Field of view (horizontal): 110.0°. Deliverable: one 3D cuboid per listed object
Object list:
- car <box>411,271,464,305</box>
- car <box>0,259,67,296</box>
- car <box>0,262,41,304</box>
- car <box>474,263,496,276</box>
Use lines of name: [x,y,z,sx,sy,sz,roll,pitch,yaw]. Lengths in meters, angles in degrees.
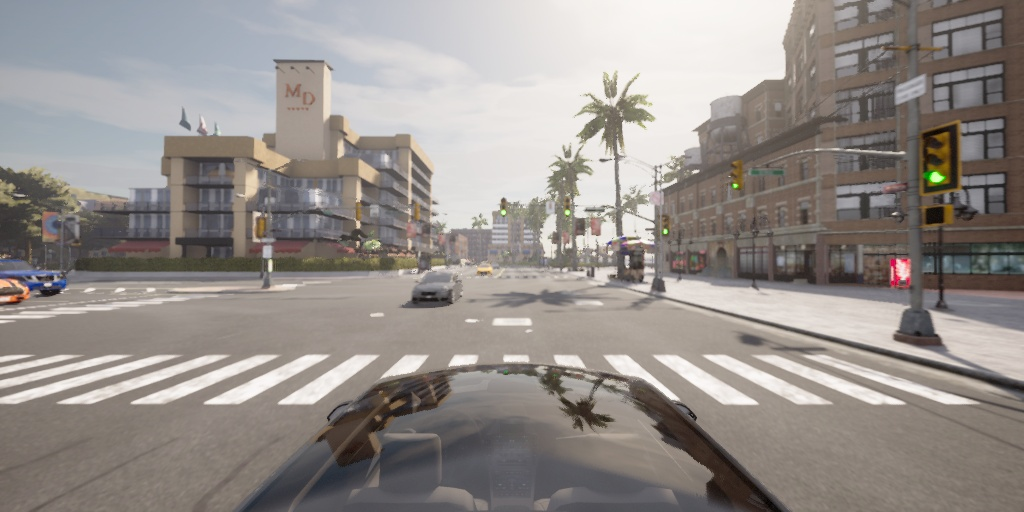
car: [-3.500,1.490,17.476,1.837,1.490,4.892,0,-1,0]
car: [-27.102,1.173,18.793,5.566,2.045,2.150,0,-1,0]
car: [-23.831,1.259,15.281,4.553,1.767,2.097,0,-1,0]
car: [-3.498,1.802,46.804,1.882,1.535,5.008,0,0,0]
